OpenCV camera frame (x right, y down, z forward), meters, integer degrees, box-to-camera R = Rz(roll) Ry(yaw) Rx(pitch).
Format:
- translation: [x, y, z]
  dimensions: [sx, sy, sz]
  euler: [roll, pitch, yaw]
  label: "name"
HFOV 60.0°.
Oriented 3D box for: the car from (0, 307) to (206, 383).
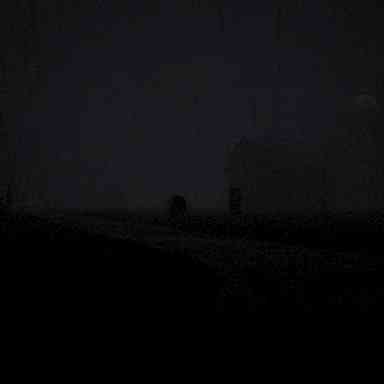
- translation: [-2.099, 1.497, 1.430]
  dimensions: [4.902, 1.511, 2.128]
  euler: [1, -1, -34]
  label: "car"
